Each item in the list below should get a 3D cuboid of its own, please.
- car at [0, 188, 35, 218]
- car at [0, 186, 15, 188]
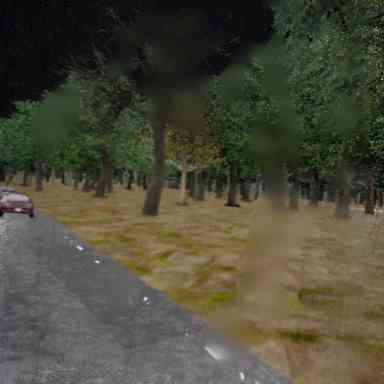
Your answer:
[{"bbox_3d":[-11.182,0.749,21.198,1.812,1.442,4.674,5,0,-31],"label":"car"},{"bbox_3d":[-18.663,0.153,33.534,2.128,1.511,4.902,5,0,-31],"label":"car"}]
